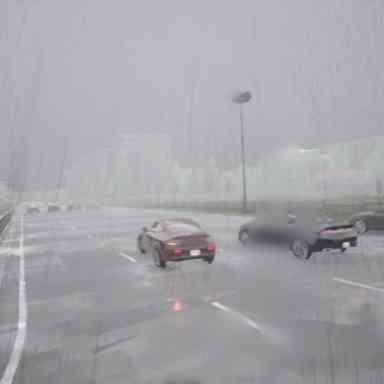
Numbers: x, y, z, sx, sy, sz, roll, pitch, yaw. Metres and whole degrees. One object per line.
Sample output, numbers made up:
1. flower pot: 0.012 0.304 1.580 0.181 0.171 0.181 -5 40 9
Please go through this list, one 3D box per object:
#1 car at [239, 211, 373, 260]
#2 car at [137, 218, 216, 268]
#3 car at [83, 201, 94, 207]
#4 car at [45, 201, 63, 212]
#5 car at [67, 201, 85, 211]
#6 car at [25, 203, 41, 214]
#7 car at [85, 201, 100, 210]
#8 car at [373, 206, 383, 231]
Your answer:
1. car: 3.626 1.452 12.338 2.128 1.511 4.902 -2 0 -27
2. car: -0.688 1.639 11.832 1.812 1.442 4.674 -1 -1 -20
3. car: -27.467 3.153 88.003 1.837 1.490 4.892 -2 0 -27
4. car: -25.228 2.849 60.870 1.882 1.535 5.008 -2 0 -27
5. car: -22.102 2.621 62.432 2.097 1.767 4.553 -2 0 -27
6. car: -27.680 2.965 58.001 1.812 1.442 4.674 -2 0 -27
7. car: -18.966 2.727 63.997 1.994 1.385 4.181 -2 0 -27
8. car: 9.815 1.264 15.602 1.837 1.490 4.892 -2 0 -27
